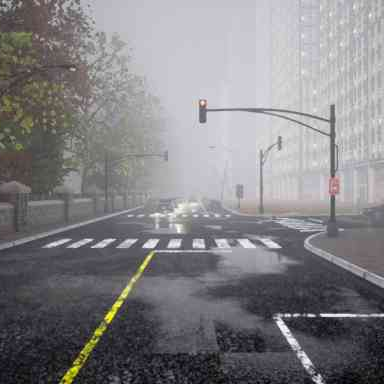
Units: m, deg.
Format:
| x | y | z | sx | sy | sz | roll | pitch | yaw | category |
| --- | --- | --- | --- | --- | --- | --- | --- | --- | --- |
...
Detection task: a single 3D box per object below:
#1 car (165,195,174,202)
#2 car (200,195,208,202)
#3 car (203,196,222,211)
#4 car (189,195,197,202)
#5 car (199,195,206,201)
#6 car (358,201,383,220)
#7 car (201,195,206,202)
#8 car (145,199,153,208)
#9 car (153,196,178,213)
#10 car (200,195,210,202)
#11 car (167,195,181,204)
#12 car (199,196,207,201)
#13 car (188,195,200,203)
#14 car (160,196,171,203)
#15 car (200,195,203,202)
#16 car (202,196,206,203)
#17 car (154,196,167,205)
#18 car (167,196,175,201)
| x | y | z | sx | sy | sz | roll | pitch | yaw | category |
| --- | --- | --- | --- | --- | --- | --- | --- | --- | --- |
| -5.483 | 1.511 | 81.004 | 1.967 | 1.590 | 4.097 | 0 | 0 | 0 | car |
| 2.898 | 1.511 | 80.983 | 1.967 | 1.590 | 4.097 | 0 | 0 | 0 | car |
| 2.796 | 1.587 | 41.556 | 1.947 | 1.339 | 4.313 | 0 | 0 | 0 | car |
| 0.200 | 1.442 | 78.849 | 1.837 | 1.490 | 4.892 | 0 | 0 | 0 | car |
| 2.926 | 1.642 | 92.247 | 2.008 | 1.369 | 4.403 | 0 | 0 | 0 | car |
| 14.870 | 1.262 | 24.737 | 4.674 | 1.442 | 1.812 | -1 | 0 | 0 | car |
| 2.825 | 1.597 | 52.822 | 1.947 | 1.339 | 4.313 | 0 | 0 | 0 | car |
| -5.570 | 1.608 | 47.210 | 1.802 | 1.307 | 4.206 | 0 | 0 | 0 | car |
| -3.002 | 1.523 | 38.252 | 1.837 | 1.490 | 4.892 | 0 | 0 | 0 | car |
| 2.883 | 1.502 | 75.351 | 1.967 | 1.590 | 4.097 | 0 | 0 | 0 | car |
| -2.972 | 1.531 | 48.641 | 1.837 | 1.490 | 4.892 | 0 | 0 | 0 | car |
| 2.911 | 1.632 | 86.615 | 2.008 | 1.369 | 4.403 | 0 | 0 | 0 | car |
| 0.174 | 1.653 | 68.879 | 1.895 | 1.301 | 4.718 | 0 | 0 | 0 | car |
| -5.512 | 1.578 | 69.571 | 1.752 | 1.417 | 4.829 | 0 | 0 | 0 | car |
| 2.869 | 1.598 | 69.720 | 1.887 | 1.381 | 4.507 | 0 | 0 | 0 | car |
| 2.811 | 1.592 | 47.189 | 1.947 | 1.339 | 4.313 | 0 | 0 | 0 | car |
| -5.540 | 1.478 | 58.476 | 1.967 | 1.590 | 4.097 | 0 | 0 | 0 | car |
| -5.469 | 1.626 | 86.637 | 1.887 | 1.381 | 4.507 | 0 | 0 | 0 | car |
